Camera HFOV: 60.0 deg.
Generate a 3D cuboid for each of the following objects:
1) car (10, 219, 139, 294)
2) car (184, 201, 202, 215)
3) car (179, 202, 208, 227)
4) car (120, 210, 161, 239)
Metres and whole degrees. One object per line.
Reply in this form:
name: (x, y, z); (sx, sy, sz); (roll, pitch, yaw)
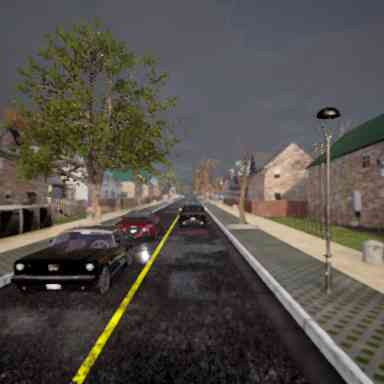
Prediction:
car: (-2.834, 1.639, 9.012); (1.895, 1.301, 4.718); (0, 0, 0)
car: (0.099, 1.751, 37.733); (1.895, 1.301, 4.718); (0, 0, 1)
car: (0.085, 1.578, 23.520); (1.882, 1.535, 5.008); (0, -1, 0)
car: (-2.730, 1.638, 17.557); (1.994, 1.385, 4.181); (0, 0, 0)
